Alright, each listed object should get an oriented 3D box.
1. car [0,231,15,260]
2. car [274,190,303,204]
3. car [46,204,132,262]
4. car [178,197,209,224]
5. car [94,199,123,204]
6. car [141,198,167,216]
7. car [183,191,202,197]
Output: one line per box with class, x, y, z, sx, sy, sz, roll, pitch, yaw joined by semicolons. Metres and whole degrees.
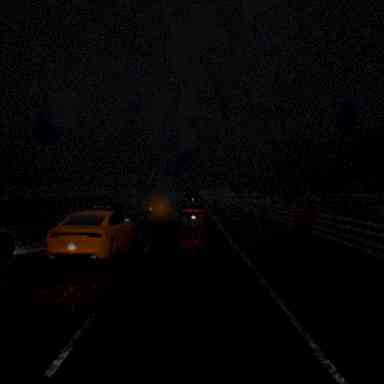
car;-6.900;1.502;9.424;1.994;1.385;4.181;0;0;0
car;14.457;0.751;50.262;2.150;2.045;5.566;0;0;-19
car;-3.400;1.399;11.887;1.882;1.535;5.008;0;0;0
car;0.100;1.347;23.438;1.837;1.490;4.892;0;0;0
car;-6.899;1.306;27.403;2.128;1.511;4.902;0;0;0
car;-3.399;1.273;30.058;1.882;1.535;5.008;0;0;0
car;0.102;0.939;41.018;2.150;2.045;5.566;0;1;0
